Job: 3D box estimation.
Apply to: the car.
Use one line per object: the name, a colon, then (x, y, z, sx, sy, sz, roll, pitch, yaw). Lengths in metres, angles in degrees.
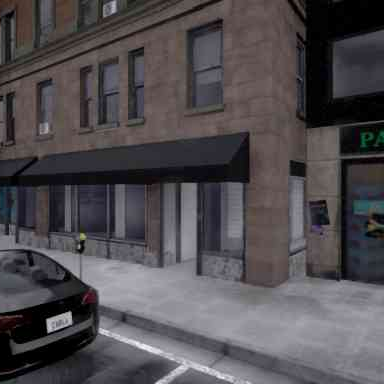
car: (-3.250, 1.566, 5.126, 4.313, 1.339, 1.947, 0, 0, 36)
